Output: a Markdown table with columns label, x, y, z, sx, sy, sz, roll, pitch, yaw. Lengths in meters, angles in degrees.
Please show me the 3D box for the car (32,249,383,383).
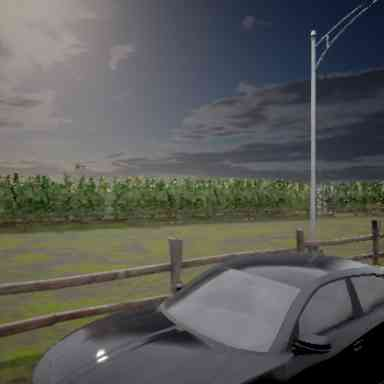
| label | x | y | z | sx | sy | sz | roll | pitch | yaw |
| --- | --- | --- | --- | --- | --- | --- | --- | --- | --- |
| car | 0.945 | 1.494 | 3.719 | 5.008 | 1.535 | 1.882 | 0 | 0 | -35 |
